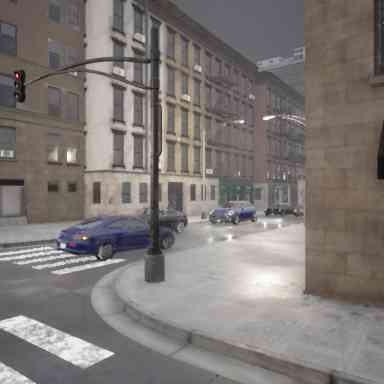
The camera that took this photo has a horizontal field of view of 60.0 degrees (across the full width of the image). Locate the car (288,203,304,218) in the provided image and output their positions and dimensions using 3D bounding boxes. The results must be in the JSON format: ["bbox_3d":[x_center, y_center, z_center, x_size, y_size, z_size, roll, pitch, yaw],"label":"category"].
[{"bbox_3d":[11.204,1.721,31.517,2.033,1.411,5.357,0,0,35],"label":"car"}]

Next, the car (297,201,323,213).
[{"bbox_3d":[14.823,1.832,41.612,1.895,1.301,4.718,0,0,36],"label":"car"}]

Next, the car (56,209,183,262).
[{"bbox_3d":[-2.674,1.577,12.492,1.812,1.442,4.674,0,0,40],"label":"car"}]

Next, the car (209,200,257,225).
[{"bbox_3d":[3.190,1.476,25.349,2.097,1.767,4.553,0,0,36],"label":"car"}]

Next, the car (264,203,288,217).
[{"bbox_3d":[8.910,1.777,33.360,1.895,1.301,4.718,0,0,35],"label":"car"}]

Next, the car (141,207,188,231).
[{"bbox_3d":[-2.149,1.568,17.830,2.128,1.511,4.902,0,0,35],"label":"car"}]
